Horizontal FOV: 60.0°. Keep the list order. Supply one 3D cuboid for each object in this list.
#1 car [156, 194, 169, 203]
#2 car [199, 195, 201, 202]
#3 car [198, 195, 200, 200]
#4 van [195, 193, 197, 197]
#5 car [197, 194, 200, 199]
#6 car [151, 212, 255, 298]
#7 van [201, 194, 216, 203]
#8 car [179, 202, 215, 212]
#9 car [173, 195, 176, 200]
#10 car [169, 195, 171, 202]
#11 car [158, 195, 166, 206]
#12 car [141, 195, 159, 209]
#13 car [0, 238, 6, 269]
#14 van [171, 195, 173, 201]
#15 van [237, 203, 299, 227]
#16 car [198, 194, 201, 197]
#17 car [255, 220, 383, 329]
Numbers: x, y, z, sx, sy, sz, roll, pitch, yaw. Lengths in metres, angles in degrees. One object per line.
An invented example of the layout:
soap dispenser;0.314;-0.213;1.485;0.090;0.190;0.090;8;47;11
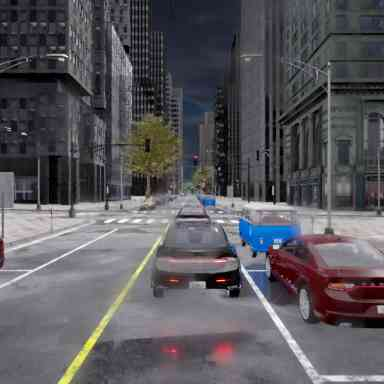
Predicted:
car;-5.887;1.351;60.954;2.192;1.841;5.009;0;0;0
car;2.648;1.596;55.914;1.947;1.339;4.313;0;0;0
car;2.637;1.581;61.327;1.887;1.381;4.507;0;0;0
van;2.569;1.423;93.807;1.690;1.788;3.998;0;0;0
car;2.614;1.600;72.153;2.008;1.369;4.403;0;0;0
car;0.083;1.493;8.527;2.128;1.511;4.902;0;0;0
van;2.660;1.366;50.501;1.690;1.788;3.998;0;0;0
car;0.048;1.495;17.913;2.128;1.511;4.902;0;0;1
car;-5.943;1.637;87.398;1.947;1.339;4.313;0;0;0
car;-5.899;1.593;66.243;2.008;1.369;4.403;0;0;0
car;-5.876;1.575;55.665;1.887;1.381;4.507;0;0;0
car;-5.860;1.546;44.915;1.752;1.417;4.829;0;0;0
car;-5.791;1.545;6.992;1.887;1.381;4.507;0;0;0
van;-5.920;1.397;76.821;1.690;1.788;3.998;0;0;0
van;2.754;1.343;12.516;1.690;1.788;3.998;0;0;0
car;2.625;1.625;66.741;1.802;1.307;4.206;0;0;0
car;2.764;1.545;6.991;1.887;1.381;4.507;0;0;0
